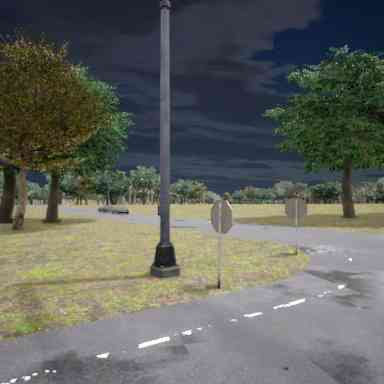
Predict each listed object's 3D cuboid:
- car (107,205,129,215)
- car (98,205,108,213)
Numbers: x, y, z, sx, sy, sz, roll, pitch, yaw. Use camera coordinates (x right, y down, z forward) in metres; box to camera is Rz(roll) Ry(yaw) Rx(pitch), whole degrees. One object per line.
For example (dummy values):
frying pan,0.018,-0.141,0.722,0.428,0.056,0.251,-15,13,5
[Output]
car,-12.085,3.026,55.645,1.994,1.385,4.181,2,-2,-32
car,-15.863,3.067,61.441,2.128,1.511,4.902,2,-2,-33
